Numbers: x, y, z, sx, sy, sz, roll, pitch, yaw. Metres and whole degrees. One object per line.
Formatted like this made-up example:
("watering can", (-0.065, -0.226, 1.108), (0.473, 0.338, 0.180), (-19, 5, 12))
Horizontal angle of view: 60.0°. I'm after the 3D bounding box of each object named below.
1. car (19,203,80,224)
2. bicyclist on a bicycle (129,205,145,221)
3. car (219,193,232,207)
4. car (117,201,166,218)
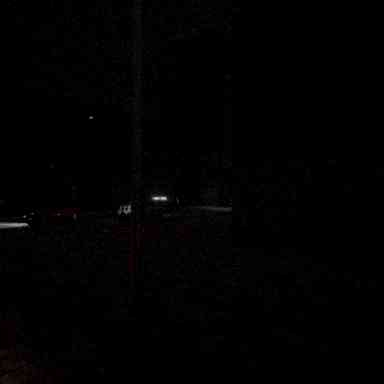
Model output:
("car", (-10.433, 1.502, 24.648), (1.994, 1.385, 4.181), (0, 0, 35))
("bicyclist on a bicycle", (-3.929, 1.255, 23.678), (1.656, 1.620, 0.582), (0, 0, 35))
("car", (5.998, 1.113, 47.595), (2.150, 2.045, 5.566), (0, 0, 36))
("car", (-4.238, 1.463, 28.288), (1.812, 1.442, 4.674), (0, 0, 36))
